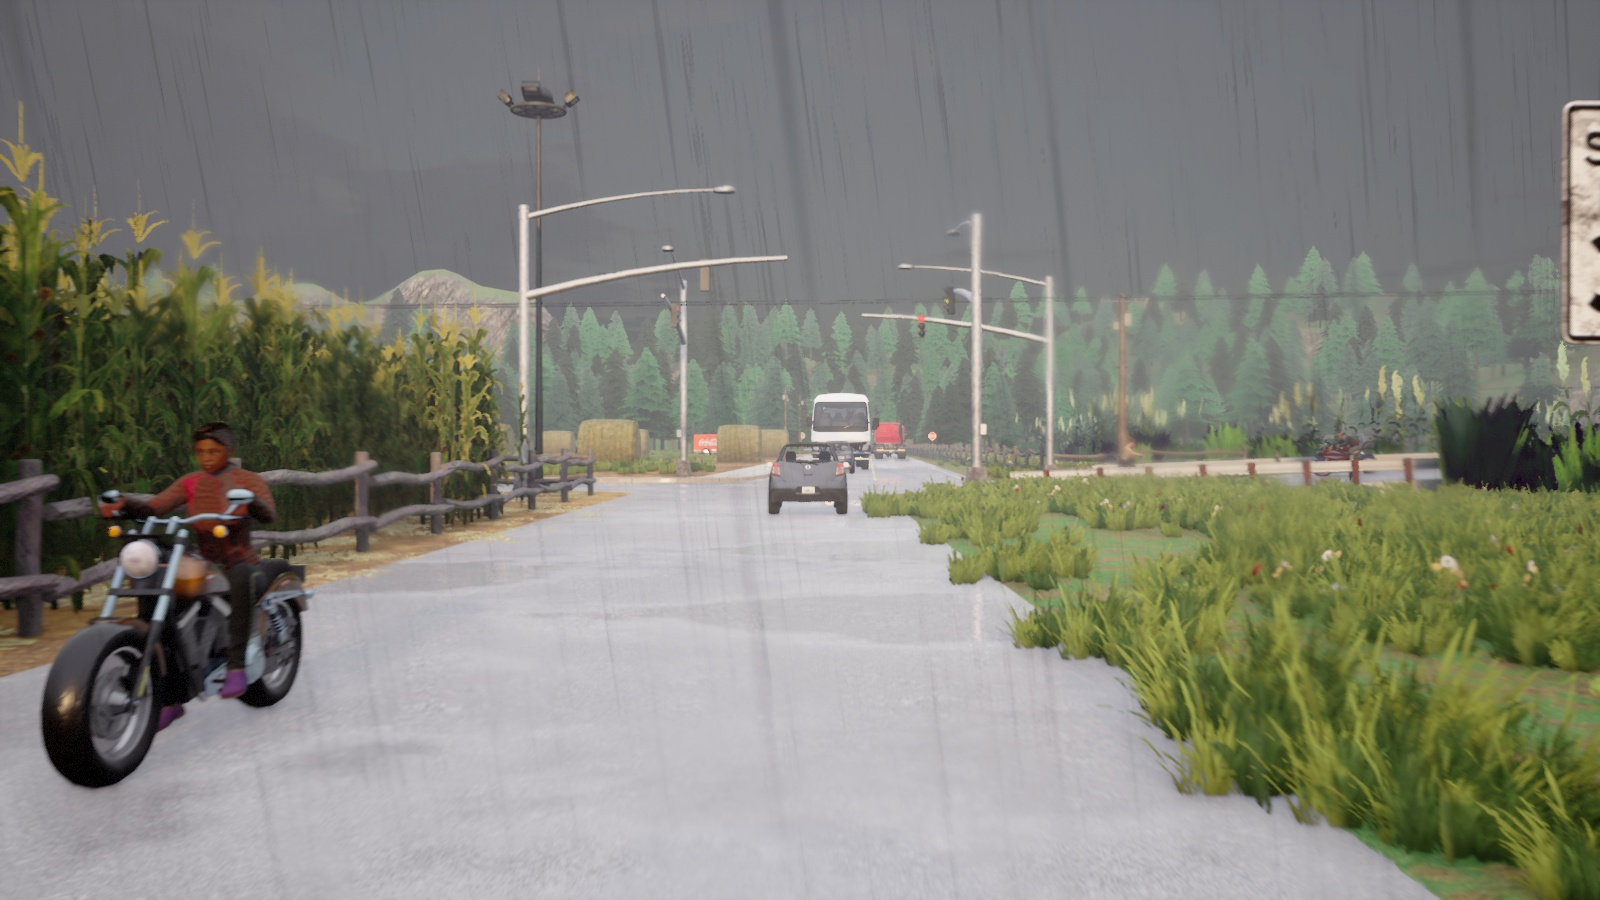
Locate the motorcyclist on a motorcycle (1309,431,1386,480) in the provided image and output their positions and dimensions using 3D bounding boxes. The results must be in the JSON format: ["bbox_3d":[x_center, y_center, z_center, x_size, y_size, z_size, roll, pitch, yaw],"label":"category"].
[{"bbox_3d":[18.682,0.184,42.910,2.191,1.530,0.866,-3,0,6],"label":"motorcyclist on a motorcycle"}]

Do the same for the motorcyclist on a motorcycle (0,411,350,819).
[{"bbox_3d":[-3.049,0.659,6.249,0.766,1.649,2.350,0,0,0],"label":"motorcyclist on a motorcycle"}]

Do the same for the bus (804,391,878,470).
[{"bbox_3d":[2.440,-1.070,72.210,3.944,4.253,10.273,0,0,3],"label":"bus"}]

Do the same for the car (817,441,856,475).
[{"bbox_3d":[1.776,0.354,59.930,1.789,1.549,3.705,0,0,3],"label":"car"}]

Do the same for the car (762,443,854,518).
[{"bbox_3d":[0.169,0.608,27.116,1.845,1.501,3.633,0,0,0],"label":"car"}]
